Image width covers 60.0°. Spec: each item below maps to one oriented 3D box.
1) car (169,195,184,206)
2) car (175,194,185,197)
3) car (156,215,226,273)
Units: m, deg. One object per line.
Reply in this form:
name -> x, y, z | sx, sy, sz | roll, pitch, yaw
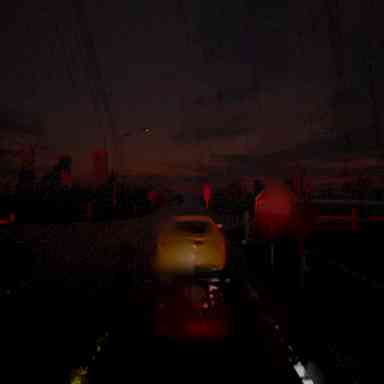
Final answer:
car -> -2.843, 1.668, 55.964 | 2.033, 1.411, 5.357 | 0, 0, 0
car -> -2.798, 1.403, 71.682 | 2.150, 2.045, 5.566 | 0, 0, 0
car -> -0.019, 1.489, 10.737 | 1.882, 1.535, 5.008 | 0, 0, 0
